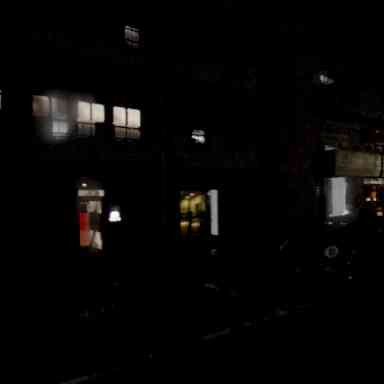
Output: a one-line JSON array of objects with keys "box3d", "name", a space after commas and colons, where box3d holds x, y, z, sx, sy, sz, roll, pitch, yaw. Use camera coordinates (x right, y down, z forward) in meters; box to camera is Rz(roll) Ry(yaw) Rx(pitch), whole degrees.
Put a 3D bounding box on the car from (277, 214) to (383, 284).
[{"box3d": [4.289, 1.418, 9.471, 4.097, 1.590, 1.967, -1, 0, -35], "name": "car"}]
